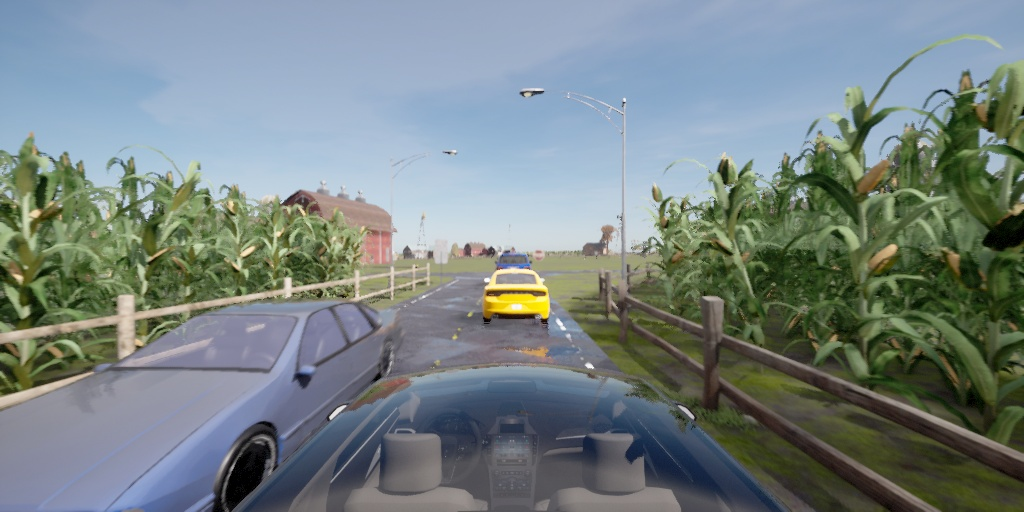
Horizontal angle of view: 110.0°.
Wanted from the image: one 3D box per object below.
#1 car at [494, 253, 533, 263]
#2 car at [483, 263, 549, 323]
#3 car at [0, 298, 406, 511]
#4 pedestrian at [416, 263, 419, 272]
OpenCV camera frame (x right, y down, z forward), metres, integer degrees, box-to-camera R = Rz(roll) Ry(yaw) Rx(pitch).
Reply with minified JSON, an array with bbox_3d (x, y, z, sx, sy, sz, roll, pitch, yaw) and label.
[{"bbox_3d":[0.090,0.853,21.970,2.150,2.045,5.566,0,0,1],"label":"car"},{"bbox_3d":[0.091,1.168,11.876,1.882,1.535,5.008,0,0,-1],"label":"car"},{"bbox_3d":[-2.851,1.273,4.354,2.033,1.411,5.357,1,0,0],"label":"car"},{"bbox_3d":[-11.210,1.376,42.673,0.500,1.100,0.500,0,1,4],"label":"pedestrian"}]
